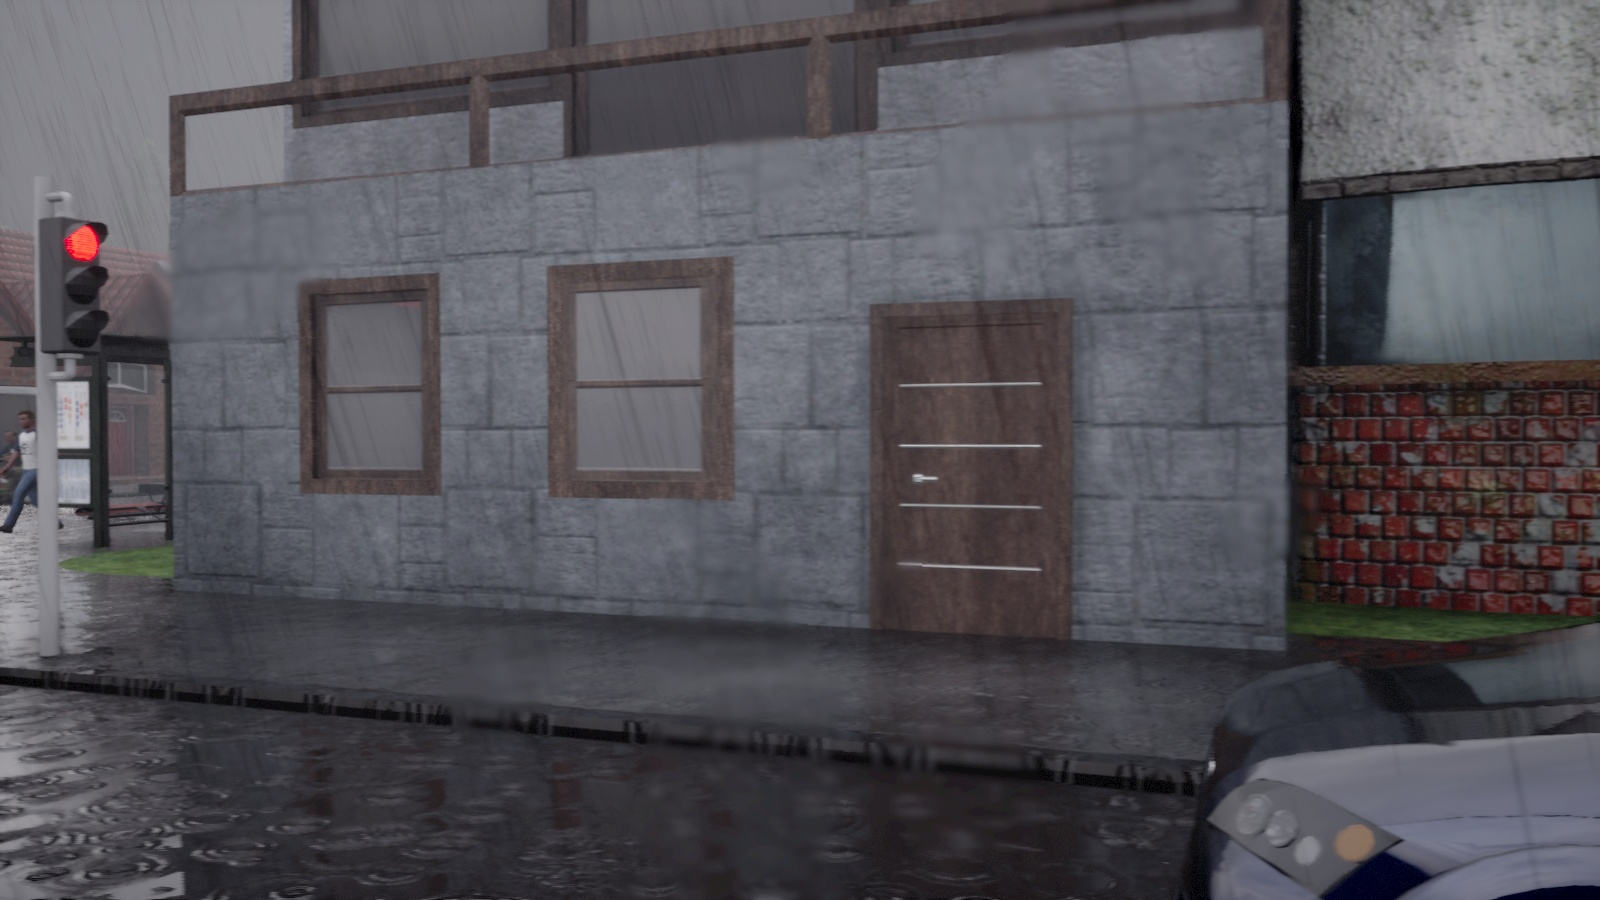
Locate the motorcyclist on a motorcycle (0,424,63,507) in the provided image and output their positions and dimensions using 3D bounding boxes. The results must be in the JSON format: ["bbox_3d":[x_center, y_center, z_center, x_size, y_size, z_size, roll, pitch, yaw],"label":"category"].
[{"bbox_3d":[-15.657,0.285,24.737,0.866,1.590,1.817,1,1,20],"label":"motorcyclist on a motorcycle"}]

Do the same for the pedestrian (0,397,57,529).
[{"bbox_3d":[-11.068,0.179,17.922,0.354,1.836,0.706,1,1,28],"label":"pedestrian"}]

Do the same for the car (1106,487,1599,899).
[{"bbox_3d":[2.926,0.860,2.729,4.181,1.385,1.994,1,1,21],"label":"car"}]
